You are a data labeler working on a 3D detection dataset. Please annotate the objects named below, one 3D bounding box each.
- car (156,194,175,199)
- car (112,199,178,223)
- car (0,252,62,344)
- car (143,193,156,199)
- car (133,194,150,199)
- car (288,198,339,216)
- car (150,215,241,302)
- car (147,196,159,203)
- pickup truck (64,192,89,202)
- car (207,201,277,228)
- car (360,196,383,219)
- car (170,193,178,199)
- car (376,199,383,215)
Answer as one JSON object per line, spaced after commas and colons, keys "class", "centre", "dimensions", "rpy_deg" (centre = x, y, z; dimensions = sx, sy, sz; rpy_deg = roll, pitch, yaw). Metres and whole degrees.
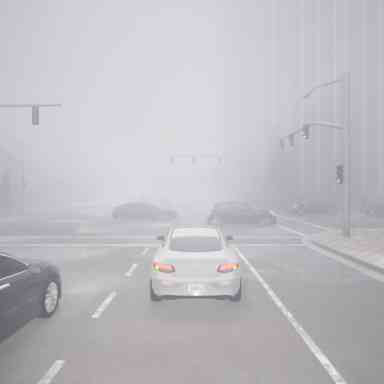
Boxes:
{"class": "car", "centre": [-4.197, 1.525, 53.244], "dimensions": [1.812, 1.442, 4.674], "rpy_deg": [0, 0, -1]}
{"class": "car", "centre": [-3.550, 1.505, 25.145], "dimensions": [4.892, 1.490, 1.837], "rpy_deg": [0, 0, 0]}
{"class": "car", "centre": [-3.436, 1.505, 4.516], "dimensions": [1.837, 1.490, 4.892], "rpy_deg": [0, 0, 0]}
{"class": "car", "centre": [-7.946, 1.221, 57.819], "dimensions": [2.150, 2.045, 5.566], "rpy_deg": [0, 0, -1]}
{"class": "car", "centre": [-7.823, 1.491, 47.927], "dimensions": [2.128, 1.511, 4.902], "rpy_deg": [0, 0, -1]}
{"class": "car", "centre": [11.770, 1.352, 32.461], "dimensions": [4.553, 1.767, 2.097], "rpy_deg": [0, 0, 0]}
{"class": "car", "centre": [0.077, 1.526, 8.166], "dimensions": [1.812, 1.442, 4.674], "rpy_deg": [0, 0, 0]}
{"class": "car", "centre": [-8.015, 1.564, 67.938], "dimensions": [1.994, 1.385, 4.181], "rpy_deg": [0, 0, 0]}
{"class": "pickup truck", "centre": [-24.662, 1.059, 70.217], "dimensions": [2.390, 2.098, 6.274], "rpy_deg": [0, 0, 30]}
{"class": "car", "centre": [3.172, 1.352, 21.696], "dimensions": [4.553, 1.767, 2.097], "rpy_deg": [0, 0, 0]}
{"class": "car", "centre": [17.709, 1.221, 29.005], "dimensions": [5.566, 2.045, 2.150], "rpy_deg": [0, 0, 0]}
{"class": "car", "centre": [-4.752, 1.225, 85.440], "dimensions": [2.150, 2.045, 5.566], "rpy_deg": [0, 0, -1]}
{"class": "car", "centre": [20.995, 1.478, 32.527], "dimensions": [5.008, 1.535, 1.882], "rpy_deg": [0, 0, 0]}
